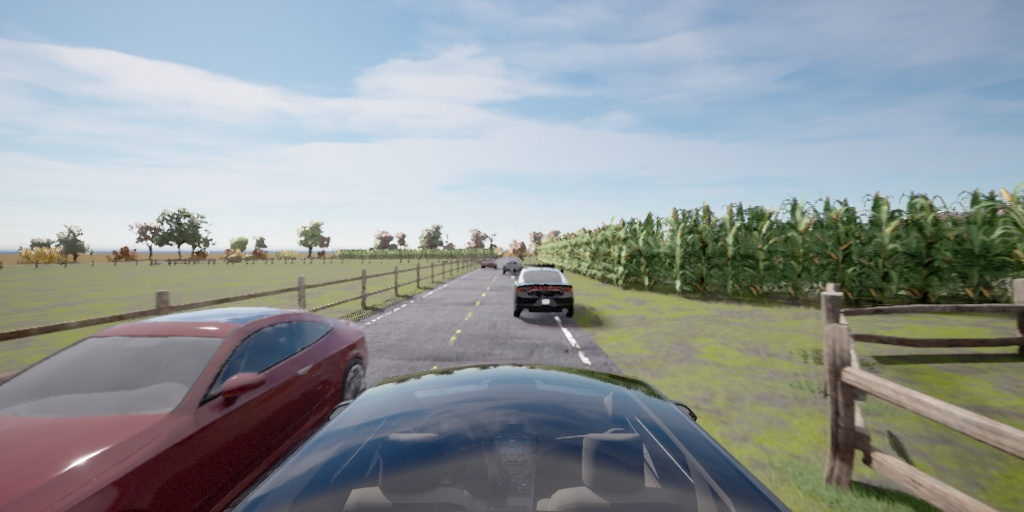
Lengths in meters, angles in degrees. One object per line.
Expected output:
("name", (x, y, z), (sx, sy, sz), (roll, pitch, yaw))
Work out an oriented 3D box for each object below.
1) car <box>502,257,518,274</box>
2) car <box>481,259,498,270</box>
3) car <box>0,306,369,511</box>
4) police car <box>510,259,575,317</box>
("car", (0.063, 0.970, 34.913), (2.128, 1.511, 4.902), (0, 0, 1))
("car", (-2.799, 1.002, 44.555), (1.895, 1.301, 4.718), (0, 0, 0))
("car", (-2.860, 1.264, 3.179), (1.812, 1.442, 4.674), (0, 0, 0))
("police car", (0.973, 1.083, 12.880), (1.930, 1.638, 5.238), (0, 0, 0))
